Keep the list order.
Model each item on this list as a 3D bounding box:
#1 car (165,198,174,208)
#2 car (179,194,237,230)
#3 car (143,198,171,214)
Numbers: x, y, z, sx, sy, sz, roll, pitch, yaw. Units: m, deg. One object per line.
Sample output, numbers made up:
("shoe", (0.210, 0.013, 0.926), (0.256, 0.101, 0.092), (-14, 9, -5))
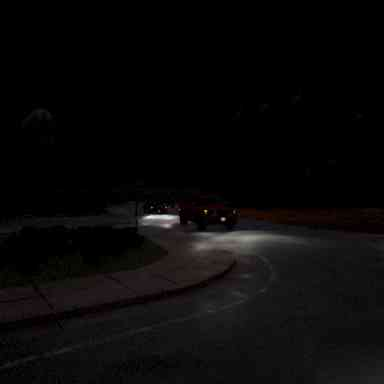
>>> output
("car", (-3.694, 1.600, 49.499), (1.837, 1.490, 4.892), (0, 0, -9))
("car", (0.841, 1.179, 21.204), (2.150, 2.045, 5.566), (0, 0, -19))
("car", (-3.898, 1.624, 35.173), (1.895, 1.301, 4.718), (0, 0, -16))
